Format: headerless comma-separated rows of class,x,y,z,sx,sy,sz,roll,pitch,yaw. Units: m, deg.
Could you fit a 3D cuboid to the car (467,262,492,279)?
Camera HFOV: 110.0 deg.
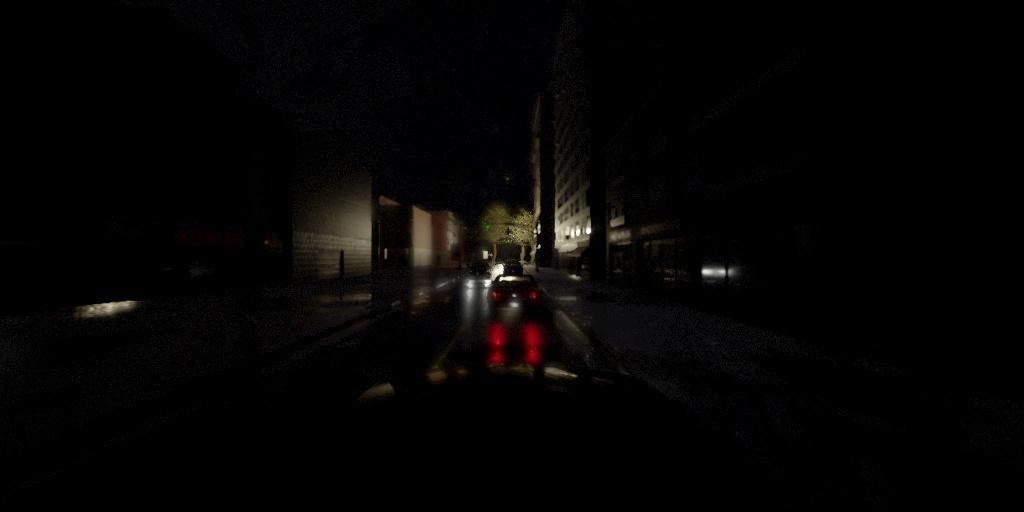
car,-2.820,1.274,32.266,1.837,1.490,4.892,0,-1,0

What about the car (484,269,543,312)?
car,0.102,1.353,14.230,1.895,1.301,4.718,0,0,0

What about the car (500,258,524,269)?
car,0.110,1.248,34.444,1.882,1.535,5.008,0,0,0
